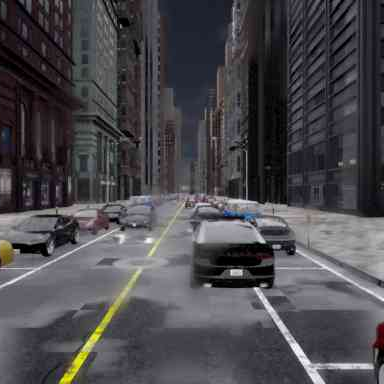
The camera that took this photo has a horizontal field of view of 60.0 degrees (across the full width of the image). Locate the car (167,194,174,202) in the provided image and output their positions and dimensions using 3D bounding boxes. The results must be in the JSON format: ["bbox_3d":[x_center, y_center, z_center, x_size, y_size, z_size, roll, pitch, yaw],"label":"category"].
[{"bbox_3d":[-5.784,1.610,75.004,1.887,1.381,4.507,0,0,0],"label":"car"}]

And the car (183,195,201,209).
[{"bbox_3d":[0.008,1.552,46.645,1.812,1.442,4.674,0,0,0],"label":"car"}]

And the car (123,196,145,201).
[{"bbox_3d":[-5.772,1.451,29.912,1.967,1.590,4.097,0,0,0],"label":"car"}]

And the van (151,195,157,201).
[{"bbox_3d":[-5.775,1.362,41.185,1.690,1.788,3.998,0,0,0],"label":"van"}]

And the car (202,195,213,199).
[{"bbox_3d":[2.749,1.572,46.838,1.887,1.381,4.507,0,0,0],"label":"car"}]

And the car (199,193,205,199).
[{"bbox_3d":[2.745,1.355,58.111,2.192,1.841,5.009,0,0,0],"label":"car"}]

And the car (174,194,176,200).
[{"bbox_3d":[-5.787,1.651,86.277,1.947,1.339,4.313,0,0,0],"label":"car"}]

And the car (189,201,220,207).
[{"bbox_3d":[0.895,1.510,19.206,1.837,1.490,4.892,0,0,0],"label":"car"}]

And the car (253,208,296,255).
[{"bbox_3d":[2.758,1.553,13.021,2.008,1.369,4.403,0,0,0],"label":"car"}]

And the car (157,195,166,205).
[{"bbox_3d":[-5.778,1.348,52.457,2.192,1.841,5.009,0,0,0],"label":"car"}]

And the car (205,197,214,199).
[{"bbox_3d":[2.752,1.567,35.566,2.008,1.369,4.403,0,0,0],"label":"car"}]

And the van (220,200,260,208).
[{"bbox_3d":[2.756,1.345,18.657,1.690,1.788,3.998,0,0,0],"label":"van"}]

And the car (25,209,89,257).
[{"bbox_3d":[-5.767,1.568,13.001,1.947,1.339,4.313,0,0,0],"label":"car"}]

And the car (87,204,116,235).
[{"bbox_3d":[-5.768,1.586,18.638,1.802,1.307,4.206,0,0,0],"label":"car"}]

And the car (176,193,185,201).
[{"bbox_3d":[-3.022,1.581,88.995,2.128,1.511,4.902,0,0,0],"label":"car"}]

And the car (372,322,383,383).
[{"bbox_3d":[2.761,1.545,1.748,1.887,1.381,4.507,0,0,0],"label":"car"}]

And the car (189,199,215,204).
[{"bbox_3d":[0.843,1.534,25.204,1.812,1.442,4.674,0,0,0],"label":"car"}]

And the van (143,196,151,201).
[{"bbox_3d":[-5.774,1.357,35.548,1.690,1.788,3.998,0,0,0],"label":"van"}]

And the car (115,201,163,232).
[{"bbox_3d":[-3.105,1.510,20.286,1.837,1.490,4.892,0,0,0],"label":"car"}]

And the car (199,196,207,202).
[{"bbox_3d":[2.740,1.600,80.826,1.752,1.417,4.829,0,0,0],"label":"car"}]

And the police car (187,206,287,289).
[{"bbox_3d":[0.898,1.426,9.316,1.930,1.638,5.238,0,0,0],"label":"police car"}]

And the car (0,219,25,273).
[{"bbox_3d":[-5.765,1.526,7.195,1.752,1.417,4.829,0,0,0],"label":"car"}]
